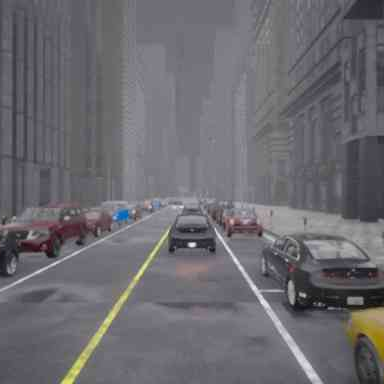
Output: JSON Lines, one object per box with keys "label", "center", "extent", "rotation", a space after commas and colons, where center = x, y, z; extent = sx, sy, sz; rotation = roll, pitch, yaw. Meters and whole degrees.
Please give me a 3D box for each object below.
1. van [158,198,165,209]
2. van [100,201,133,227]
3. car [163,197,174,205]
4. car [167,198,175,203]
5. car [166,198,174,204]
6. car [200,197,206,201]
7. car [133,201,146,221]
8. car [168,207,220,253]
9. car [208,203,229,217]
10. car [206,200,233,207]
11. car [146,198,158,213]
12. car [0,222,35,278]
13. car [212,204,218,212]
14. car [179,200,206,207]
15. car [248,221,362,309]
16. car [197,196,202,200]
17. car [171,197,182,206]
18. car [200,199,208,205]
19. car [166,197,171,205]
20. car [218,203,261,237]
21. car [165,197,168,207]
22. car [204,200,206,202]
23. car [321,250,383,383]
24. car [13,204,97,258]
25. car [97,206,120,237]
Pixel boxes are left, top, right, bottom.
{"label": "van", "center": [-5.739, 1.834, 52.897], "extent": [1.690, 1.788, 3.998], "rotation": [0, -1, 0]}
{"label": "van", "center": [-5.753, 1.572, 24.715], "extent": [1.690, 1.788, 3.998], "rotation": [0, -1, 0]}
{"label": "car", "center": [-5.725, 2.081, 81.079], "extent": [2.192, 1.841, 5.009], "rotation": [0, -1, 0]}
{"label": "car", "center": [-5.719, 2.442, 92.349], "extent": [1.947, 1.339, 4.313], "rotation": [0, -1, 0]}
{"label": "car", "center": [-5.722, 2.387, 86.713], "extent": [1.947, 1.339, 4.313], "rotation": [0, -1, 0]}
{"label": "car", "center": [2.786, 1.934, 52.899], "extent": [1.967, 1.590, 4.097], "rotation": [0, -1, 0]}
{"label": "car", "center": [-5.750, 1.723, 30.351], "extent": [1.967, 1.590, 4.097], "rotation": [0, -1, 0]}
{"label": "car", "center": [0.011, 1.642, 14.304], "extent": [1.837, 1.490, 4.892], "rotation": [0, 0, 0]}
{"label": "car", "center": [2.778, 1.881, 35.991], "extent": [1.887, 1.381, 4.507], "rotation": [0, -1, 0]}
{"label": "car", "center": [2.775, 1.598, 30.357], "extent": [2.192, 1.841, 5.009], "rotation": [0, -1, 0]}
{"label": "car", "center": [-5.744, 1.828, 41.624], "extent": [1.967, 1.590, 4.097], "rotation": [0, -1, 0]}
{"label": "car", "center": [-5.761, 1.639, 7.803], "extent": [1.947, 1.339, 4.313], "rotation": [0, -1, 0]}
{"label": "car", "center": [2.773, 1.797, 24.718], "extent": [1.947, 1.339, 4.313], "rotation": [0, -1, 0]}
{"label": "car", "center": [0.019, 1.781, 29.296], "extent": [1.837, 1.490, 4.892], "rotation": [0, 0, 0]}
{"label": "car", "center": [2.764, 1.624, 7.810], "extent": [2.008, 1.369, 4.403], "rotation": [0, -1, 0]}
{"label": "car", "center": [2.387, 2.181, 69.778], "extent": [1.812, 1.442, 4.674], "rotation": [0, -1, 0]}
{"label": "car", "center": [-2.964, 2.260, 70.975], "extent": [1.895, 1.301, 4.718], "rotation": [0, -1, 0]}
{"label": "car", "center": [2.801, 2.348, 81.078], "extent": [1.802, 1.307, 4.206], "rotation": [0, -1, 0]}
{"label": "car", "center": [-5.733, 2.152, 64.167], "extent": [2.008, 1.369, 4.403], "rotation": [0, -1, 0]}
{"label": "car", "center": [2.769, 1.619, 19.083], "extent": [1.967, 1.590, 4.097], "rotation": [0, -1, 0]}
{"label": "car", "center": [-5.736, 2.071, 58.362], "extent": [1.752, 1.417, 4.829], "rotation": [0, -1, 0]}
{"label": "car", "center": [2.781, 1.954, 41.627], "extent": [1.947, 1.339, 4.313], "rotation": [0, -1, 0]}
{"label": "car", "center": [2.761, 1.548, 2.344], "extent": [1.752, 1.417, 4.829], "rotation": [0, -1, 0]}
{"label": "car", "center": [-5.759, 1.441, 13.442], "extent": [2.192, 1.841, 5.009], "rotation": [0, -1, 0]}
{"label": "car", "center": [-5.755, 1.723, 19.077], "extent": [1.887, 1.381, 4.507], "rotation": [0, -1, 0]}
